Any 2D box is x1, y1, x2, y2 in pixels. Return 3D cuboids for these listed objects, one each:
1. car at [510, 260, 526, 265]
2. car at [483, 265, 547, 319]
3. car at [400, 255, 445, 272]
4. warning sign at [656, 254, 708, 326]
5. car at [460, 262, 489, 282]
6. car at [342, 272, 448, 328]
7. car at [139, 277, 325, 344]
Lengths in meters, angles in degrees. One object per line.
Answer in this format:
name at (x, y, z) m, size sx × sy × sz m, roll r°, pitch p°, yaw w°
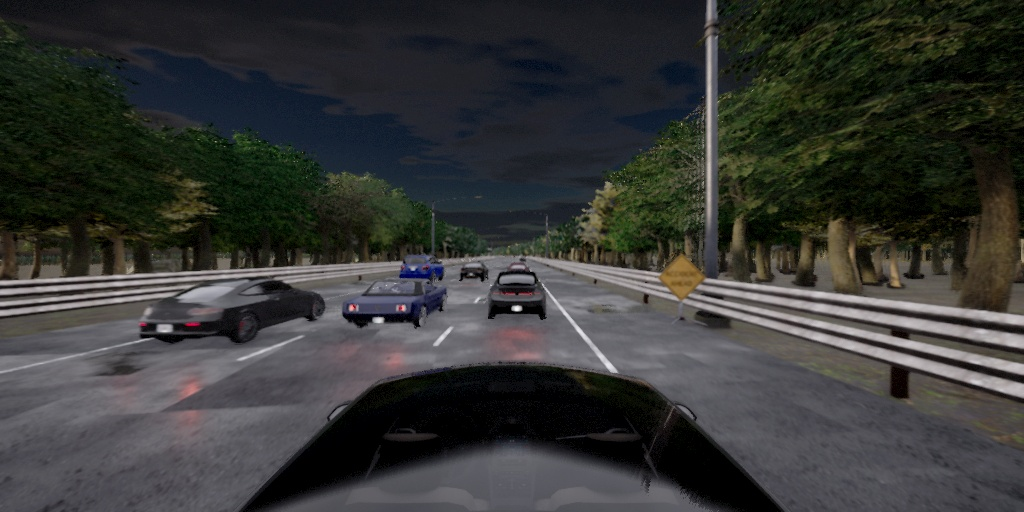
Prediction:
car at (0.483, 1.260, 28.667) m, size 1.812 × 1.442 × 4.674 m, roll 0°, pitch 0°, yaw 1°
car at (0.195, 1.256, 12.841) m, size 1.837 × 1.490 × 4.892 m, roll 0°, pitch 0°, yaw 1°
car at (-6.565, 0.956, 26.703) m, size 2.150 × 2.045 × 5.566 m, roll 0°, pitch 0°, yaw 1°
warning sign at (4.609, 0.869, 9.795) m, size 1.300 × 1.860 × 1.060 m, roll 0°, pitch 0°, yaw 1°
car at (-3.004, 1.209, 29.245) m, size 1.882 × 1.535 × 5.008 m, roll 0°, pitch 0°, yaw 1°
car at (-3.341, 1.348, 11.333) m, size 1.895 × 1.301 × 4.718 m, roll 0°, pitch 0°, yaw 1°
car at (-6.885, 1.270, 9.458) m, size 1.812 × 1.442 × 4.674 m, roll 0°, pitch 0°, yaw 1°
